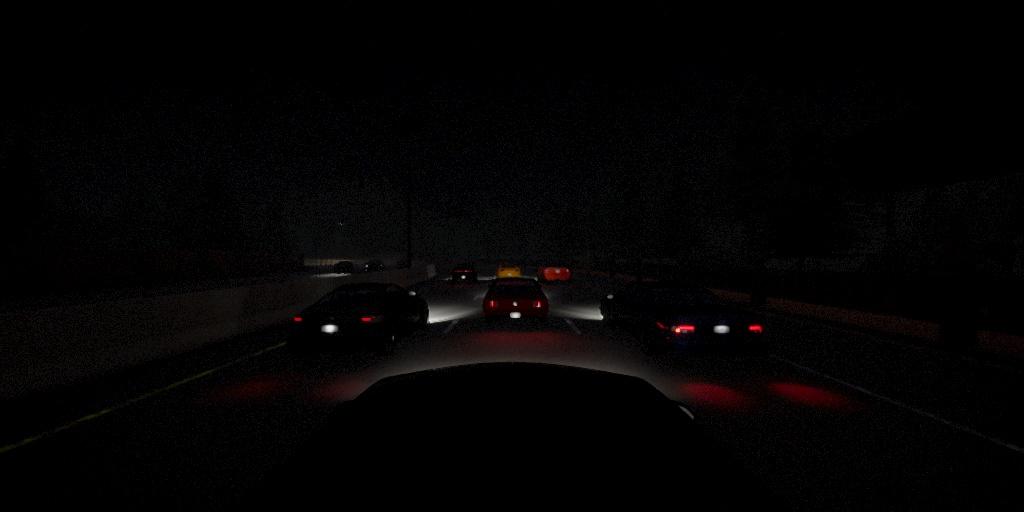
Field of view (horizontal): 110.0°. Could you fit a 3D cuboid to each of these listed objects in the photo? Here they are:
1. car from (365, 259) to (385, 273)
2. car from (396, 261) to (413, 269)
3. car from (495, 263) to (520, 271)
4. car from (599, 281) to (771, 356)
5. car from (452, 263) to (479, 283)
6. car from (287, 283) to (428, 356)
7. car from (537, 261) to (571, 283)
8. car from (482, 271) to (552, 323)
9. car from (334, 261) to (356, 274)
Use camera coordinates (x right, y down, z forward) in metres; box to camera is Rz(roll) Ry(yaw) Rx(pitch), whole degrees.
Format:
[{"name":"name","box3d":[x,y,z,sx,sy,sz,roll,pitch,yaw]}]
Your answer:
[{"name":"car","box3d":[-17.228,1.208,45.223,2.097,1.767,4.553,0,0,-15]},{"name":"car","box3d":[-13.871,1.337,46.257,1.882,1.535,5.008,0,0,-15]},{"name":"car","box3d":[-0.404,1.299,30.492,1.882,1.535,5.008,0,0,-5]},{"name":"car","box3d":[3.599,1.315,8.667,2.033,1.411,5.357,0,0,0]},{"name":"car","box3d":[-3.790,1.323,29.029,1.837,1.490,4.892,0,0,-4]},{"name":"car","box3d":[-3.401,1.331,8.699,1.994,1.385,4.181,0,0,0]},{"name":"car","box3d":[3.239,1.169,28.634,2.097,1.767,4.553,0,0,-4]},{"name":"car","box3d":[0.099,1.377,12.245,1.895,1.301,4.718,0,0,0]},{"name":"car","box3d":[-20.570,1.361,44.221,1.837,1.490,4.892,0,-1,-15]}]
